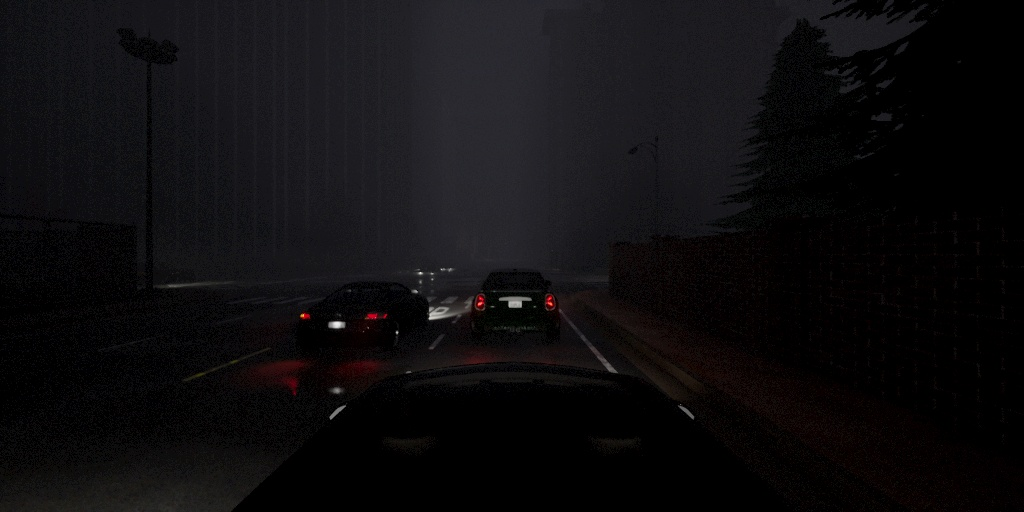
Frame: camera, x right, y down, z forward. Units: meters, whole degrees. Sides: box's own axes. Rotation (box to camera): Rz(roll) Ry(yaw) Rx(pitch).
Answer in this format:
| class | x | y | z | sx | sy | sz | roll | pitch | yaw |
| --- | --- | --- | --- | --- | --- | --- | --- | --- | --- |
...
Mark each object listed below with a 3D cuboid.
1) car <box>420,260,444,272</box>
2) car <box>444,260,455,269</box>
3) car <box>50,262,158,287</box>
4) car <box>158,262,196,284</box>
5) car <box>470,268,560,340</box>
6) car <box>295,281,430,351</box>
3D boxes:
| class | x | y | z | sx | sy | sz | roll | pitch | yaw |
| --- | --- | --- | --- | --- | --- | --- | --- | --- | --- |
| car | -10.611 | 1.281 | 46.634 | 1.837 | 1.490 | 4.892 | 0 | 0 | 0 |
| car | -10.603 | 1.346 | 59.098 | 1.994 | 1.385 | 4.181 | 0 | 0 | 0 |
| car | -26.042 | 1.184 | 22.699 | 5.008 | 1.535 | 1.882 | 0 | 0 | 0 |
| car | -26.028 | 1.187 | 26.199 | 5.008 | 1.535 | 1.882 | 0 | 0 | 0 |
| car | 0.077 | 1.106 | 10.177 | 2.097 | 1.767 | 4.553 | 0 | 0 | 0 |
| car | -3.425 | 1.318 | 9.020 | 1.994 | 1.385 | 4.181 | 0 | 0 | 0 |
